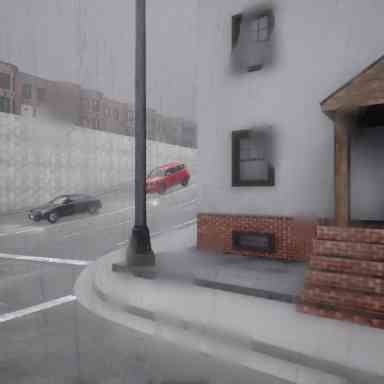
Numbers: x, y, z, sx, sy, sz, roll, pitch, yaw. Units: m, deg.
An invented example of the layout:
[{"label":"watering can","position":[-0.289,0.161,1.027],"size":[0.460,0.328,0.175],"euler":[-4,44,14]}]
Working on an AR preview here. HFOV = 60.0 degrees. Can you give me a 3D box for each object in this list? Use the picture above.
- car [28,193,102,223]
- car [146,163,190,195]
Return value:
[{"label":"car","position":[-7.826,0.873,20.854],"size":[1.812,1.442,4.674],"euler":[0,7,35]},{"label":"car","position":[-2.351,-1.187,28.687],"size":[2.150,2.045,5.566],"euler":[0,13,34]}]
